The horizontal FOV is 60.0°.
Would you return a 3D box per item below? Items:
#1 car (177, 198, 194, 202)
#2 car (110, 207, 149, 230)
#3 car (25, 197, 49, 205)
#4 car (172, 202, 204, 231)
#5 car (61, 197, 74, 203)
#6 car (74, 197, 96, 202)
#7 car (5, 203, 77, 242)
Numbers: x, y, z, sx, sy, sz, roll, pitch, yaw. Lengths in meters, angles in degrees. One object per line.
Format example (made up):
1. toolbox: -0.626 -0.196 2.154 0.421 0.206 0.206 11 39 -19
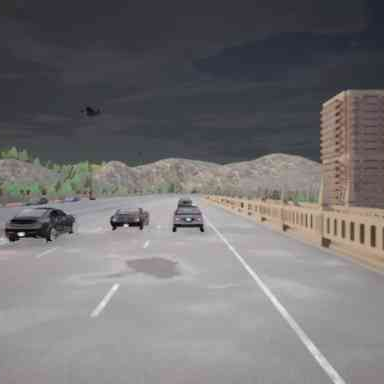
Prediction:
1. car: -0.887 1.508 42.680 1.837 1.490 4.892 0 0 -2
2. car: -3.785 1.603 21.002 1.895 1.301 4.718 0 0 -2
3. car: -22.150 1.514 47.703 1.837 1.490 4.892 0 -1 -1
4. car: -0.269 1.549 20.563 2.033 1.411 5.357 0 0 -2
5. car: -18.751 1.486 51.682 1.882 1.535 5.008 0 0 -1
6. car: -15.173 1.484 48.577 1.882 1.535 5.008 0 0 -1
7. car: -7.166 1.507 16.264 1.837 1.490 4.892 0 0 -1
